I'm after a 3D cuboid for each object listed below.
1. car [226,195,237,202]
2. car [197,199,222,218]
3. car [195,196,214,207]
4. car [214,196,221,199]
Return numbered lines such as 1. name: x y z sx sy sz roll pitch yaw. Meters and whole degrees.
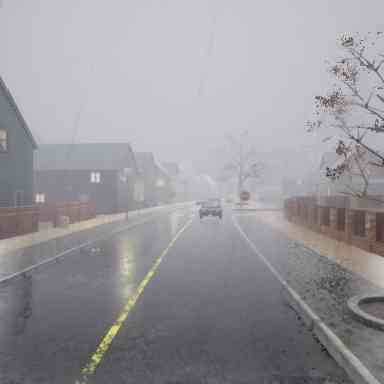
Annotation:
1. car: 8.643 1.451 72.851 1.882 1.535 5.008 0 0 13
2. car: 1.754 1.590 29.602 1.895 1.301 4.718 0 0 6
3. car: 1.765 1.521 52.217 2.033 1.411 5.357 0 0 9
4. car: 4.799 1.568 68.249 1.895 1.301 4.718 0 0 12
